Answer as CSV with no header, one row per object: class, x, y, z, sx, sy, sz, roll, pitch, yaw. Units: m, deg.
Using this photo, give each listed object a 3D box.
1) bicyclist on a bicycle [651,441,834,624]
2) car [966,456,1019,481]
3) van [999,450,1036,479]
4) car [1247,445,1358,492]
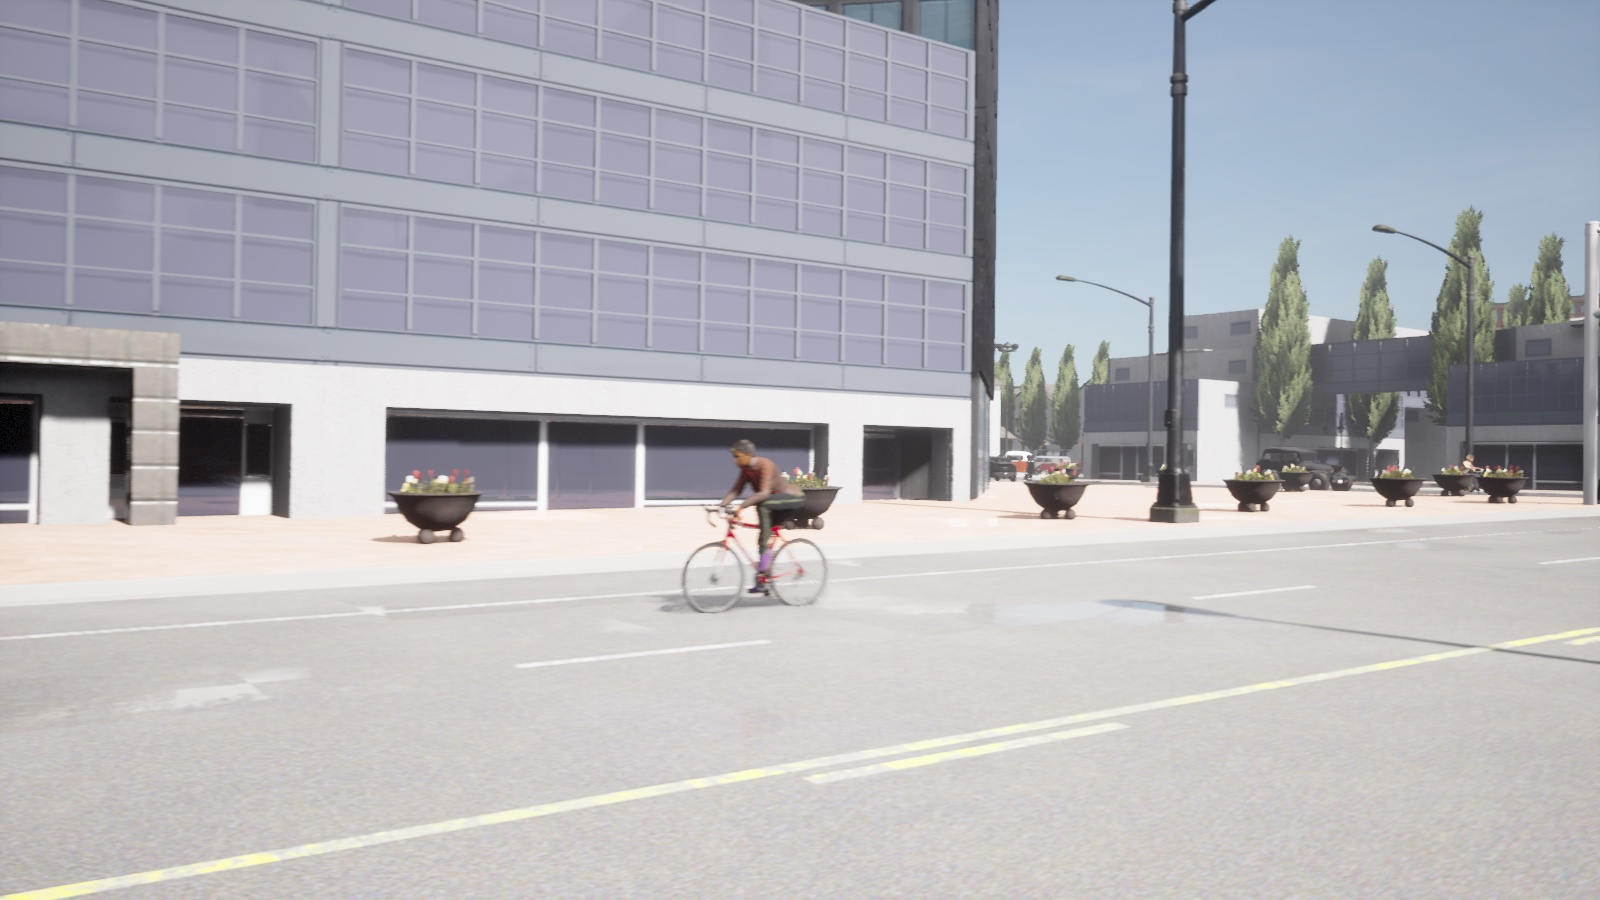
bicyclist on a bicycle,-0.523,0.729,11.820,1.656,1.620,0.582,0,0,-35
car,11.823,1.136,77.335,1.837,1.490,4.892,0,-1,-9
van,15.888,1.049,91.468,2.069,2.038,4.480,1,-1,17
car,20.939,0.747,52.463,1.905,1.878,3.866,1,-1,-35
